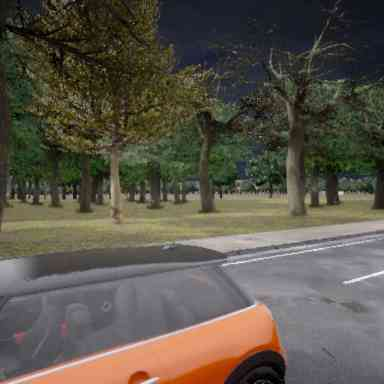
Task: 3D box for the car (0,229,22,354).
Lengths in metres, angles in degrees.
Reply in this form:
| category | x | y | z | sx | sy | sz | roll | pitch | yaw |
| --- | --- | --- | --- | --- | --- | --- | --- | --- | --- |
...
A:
| category | x | y | z | sx | sy | sz | roll | pitch | yaw |
| --- | --- | --- | --- | --- | --- | --- | --- | --- | --- |
| car | -5.030 | 1.479 | 4.115 | 5.008 | 1.535 | 1.882 | 0 | 0 | -35 |

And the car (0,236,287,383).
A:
| category | x | y | z | sx | sy | sz | roll | pitch | yaw |
| --- | --- | --- | --- | --- | --- | --- | --- | --- | --- |
| car | -1.353 | 1.352 | 2.722 | 4.553 | 1.767 | 2.097 | 0 | 0 | -35 |
